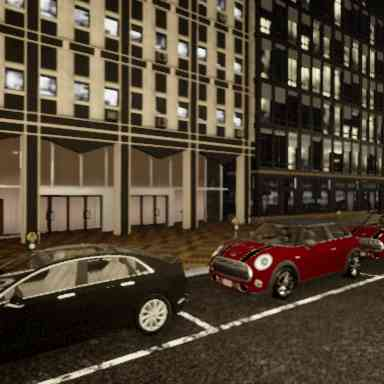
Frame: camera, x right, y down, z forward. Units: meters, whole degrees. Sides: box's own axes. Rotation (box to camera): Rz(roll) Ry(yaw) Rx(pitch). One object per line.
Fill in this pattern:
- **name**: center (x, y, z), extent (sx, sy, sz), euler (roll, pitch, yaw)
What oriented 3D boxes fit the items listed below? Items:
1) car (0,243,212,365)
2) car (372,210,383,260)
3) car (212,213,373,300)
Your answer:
- **car**: center (-2.078, 1.543, 5.068), extent (4.403, 1.369, 2.008), euler (0, 1, -35)
- **car**: center (6.837, 1.359, 11.424), extent (4.097, 1.590, 1.967), euler (0, 1, -35)
- **car**: center (2.380, 1.397, 8.246), extent (4.097, 1.590, 1.967), euler (0, 1, -35)
